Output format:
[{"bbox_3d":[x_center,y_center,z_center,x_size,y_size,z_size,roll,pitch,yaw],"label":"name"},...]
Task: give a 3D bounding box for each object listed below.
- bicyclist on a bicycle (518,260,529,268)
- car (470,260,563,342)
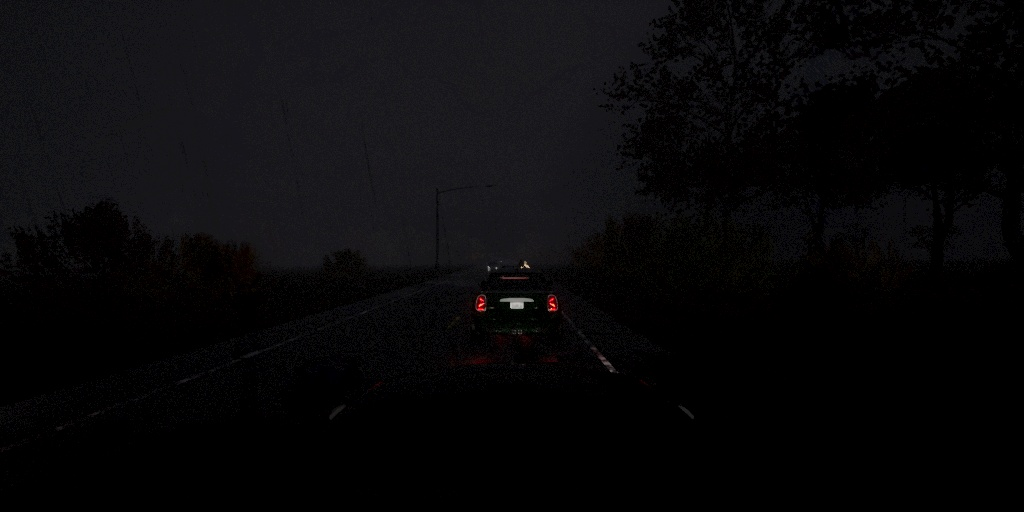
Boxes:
[{"bbox_3d":[0.954,1.177,25.767,0.866,1.612,1.509,0,0,1],"label":"bicyclist on a bicycle"},{"bbox_3d":[0.106,1.099,9.944,2.097,1.767,4.553,0,0,0],"label":"car"}]
